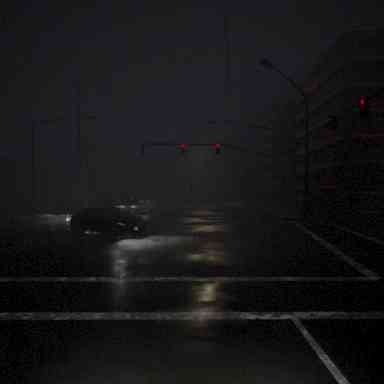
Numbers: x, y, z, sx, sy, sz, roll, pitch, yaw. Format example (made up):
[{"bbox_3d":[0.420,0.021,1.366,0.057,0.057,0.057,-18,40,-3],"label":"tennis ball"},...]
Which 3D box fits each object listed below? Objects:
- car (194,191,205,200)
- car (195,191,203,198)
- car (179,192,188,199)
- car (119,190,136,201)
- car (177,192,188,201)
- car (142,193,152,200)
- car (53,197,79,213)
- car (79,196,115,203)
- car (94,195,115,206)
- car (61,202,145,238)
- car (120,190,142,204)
[{"bbox_3d":[1.489,0.711,65.761,2.097,1.767,4.553,0,1,1],"label":"car"},{"bbox_3d":[1.616,0.609,75.807,1.837,1.490,4.892,0,1,1],"label":"car"},{"bbox_3d":[-1.882,0.742,75.897,2.033,1.411,5.357,0,1,1],"label":"car"},{"bbox_3d":[-12.538,0.613,65.388,2.150,2.045,5.566,0,1,1],"label":"car"},{"bbox_3d":[-1.944,0.950,63.367,2.033,1.411,5.357,0,1,1],"label":"car"},{"bbox_3d":[-9.024,0.915,66.095,2.033,1.411,5.357,0,1,1],"label":"car"},{"bbox_3d":[-13.000,1.346,35.433,1.882,1.535,5.008,0,1,1],"label":"car"},{"bbox_3d":[-9.512,1.368,34.410,2.128,1.511,4.902,0,1,1],"label":"car"},{"bbox_3d":[-12.819,1.218,49.109,1.994,1.385,4.181,0,1,1],"label":"car"},{"bbox_3d":[-4.589,1.495,17.526,4.674,1.442,1.812,0,1,37],"label":"car"},{"bbox_3d":[-9.315,1.001,49.462,2.097,1.767,4.553,0,1,1],"label":"car"}]
